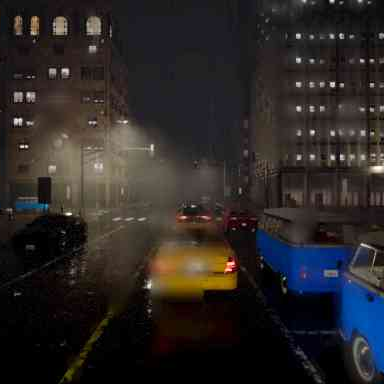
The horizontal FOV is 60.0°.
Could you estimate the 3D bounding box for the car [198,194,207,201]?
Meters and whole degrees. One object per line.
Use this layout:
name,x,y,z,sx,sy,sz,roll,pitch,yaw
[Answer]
car,2.692,1.394,85.803,1.967,1.590,4.097,1,0,0

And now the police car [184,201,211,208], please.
police car,0.102,1.505,19.375,2.038,1.542,4.974,0,0,0

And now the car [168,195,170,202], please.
car,-5.687,1.560,63.196,1.802,1.307,4.206,1,0,0

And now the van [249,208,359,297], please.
van,2.702,1.343,8.296,1.690,1.788,3.998,1,0,0

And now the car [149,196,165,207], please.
car,-5.686,1.572,51.893,1.802,1.307,4.206,1,0,0

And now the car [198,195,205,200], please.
car,2.690,1.472,91.624,1.752,1.417,4.829,1,0,0

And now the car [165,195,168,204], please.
car,-5.684,1.425,57.546,1.967,1.590,4.097,1,0,0

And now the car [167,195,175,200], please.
car,-5.690,1.472,91.285,1.752,1.417,4.829,1,0,0

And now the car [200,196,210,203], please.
car,2.693,1.517,68.848,1.887,1.381,4.507,1,0,0

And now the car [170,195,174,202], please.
car,-5.688,1.517,74.499,2.008,1.369,4.403,1,0,0

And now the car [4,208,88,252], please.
car,-5.682,1.567,13.878,1.947,1.339,4.313,1,0,0

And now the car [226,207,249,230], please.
car,2.698,1.545,19.450,1.887,1.381,4.507,1,0,0

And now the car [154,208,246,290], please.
car,0.096,1.458,9.056,1.801,1.575,5.366,0,0,0

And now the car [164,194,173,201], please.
car,-5.687,1.400,80.151,1.967,1.590,4.097,1,0,0

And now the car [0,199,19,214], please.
car,-19.847,1.620,32.380,4.403,1.369,2.008,0,0,1

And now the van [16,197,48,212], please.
van,-19.740,1.524,40.761,3.998,1.788,1.690,0,0,1

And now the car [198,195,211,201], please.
car,2.693,1.529,63.196,2.008,1.369,4.403,1,0,0

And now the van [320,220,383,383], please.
van,2.703,1.342,2.720,1.690,1.788,3.998,1,0,0

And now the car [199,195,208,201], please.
car,2.691,1.510,80.150,2.008,1.369,4.403,1,0,0
